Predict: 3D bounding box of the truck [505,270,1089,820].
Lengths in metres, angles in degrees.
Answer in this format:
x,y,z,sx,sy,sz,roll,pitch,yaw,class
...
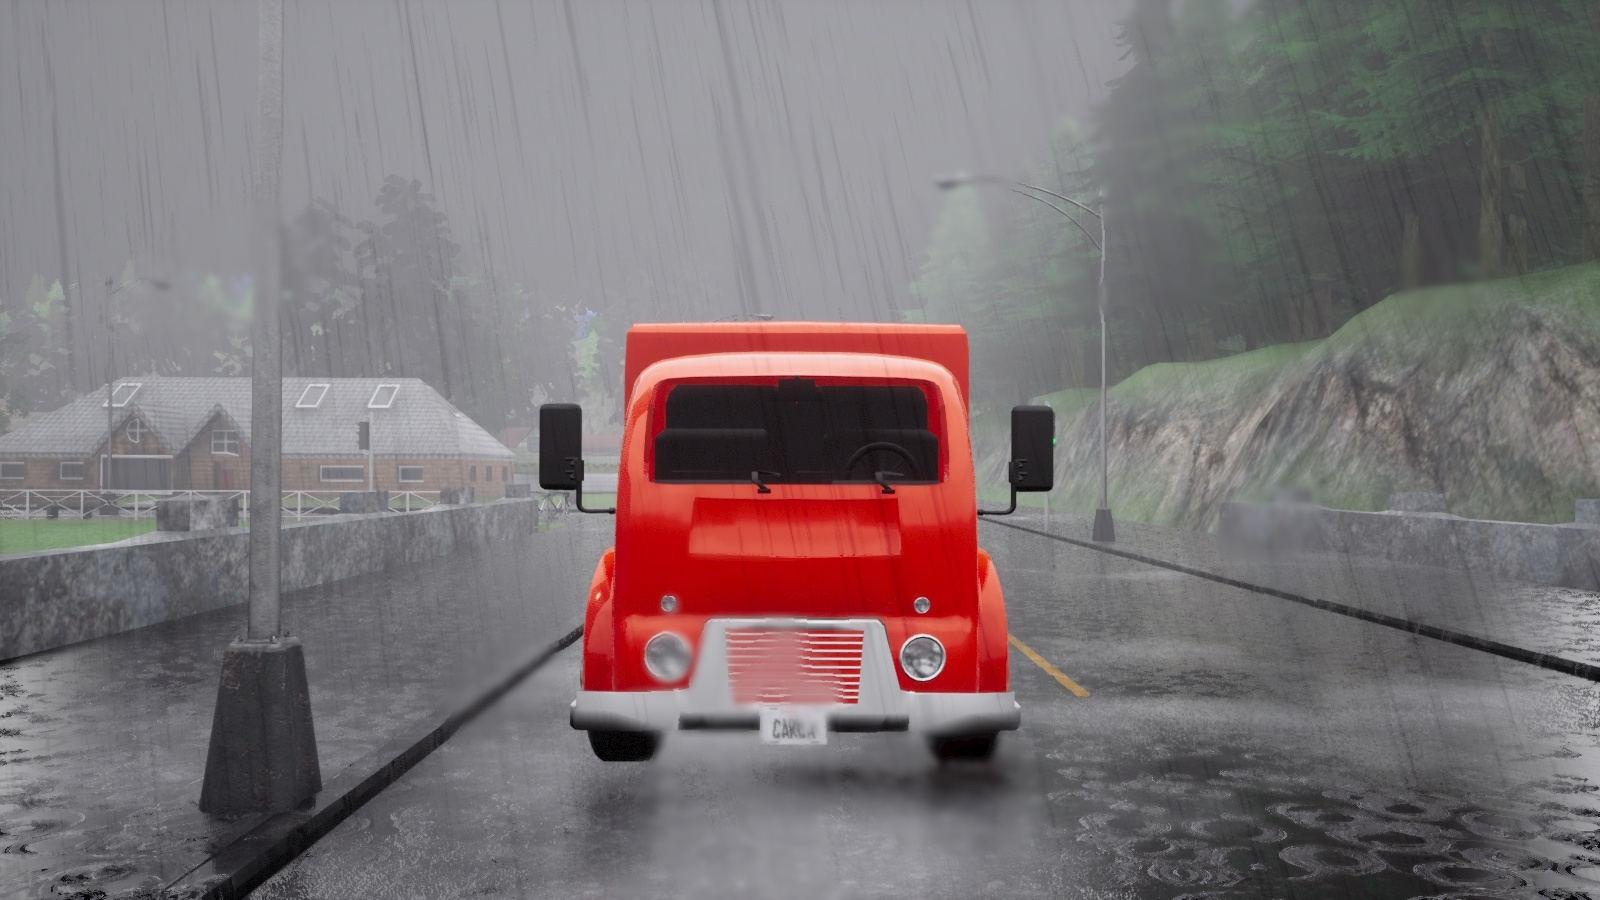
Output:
x,y,z,sx,sy,sz,roll,pitch,yaw,class
-0.024,0.467,8.267,2.627,2.467,5.204,0,-1,0,truck
